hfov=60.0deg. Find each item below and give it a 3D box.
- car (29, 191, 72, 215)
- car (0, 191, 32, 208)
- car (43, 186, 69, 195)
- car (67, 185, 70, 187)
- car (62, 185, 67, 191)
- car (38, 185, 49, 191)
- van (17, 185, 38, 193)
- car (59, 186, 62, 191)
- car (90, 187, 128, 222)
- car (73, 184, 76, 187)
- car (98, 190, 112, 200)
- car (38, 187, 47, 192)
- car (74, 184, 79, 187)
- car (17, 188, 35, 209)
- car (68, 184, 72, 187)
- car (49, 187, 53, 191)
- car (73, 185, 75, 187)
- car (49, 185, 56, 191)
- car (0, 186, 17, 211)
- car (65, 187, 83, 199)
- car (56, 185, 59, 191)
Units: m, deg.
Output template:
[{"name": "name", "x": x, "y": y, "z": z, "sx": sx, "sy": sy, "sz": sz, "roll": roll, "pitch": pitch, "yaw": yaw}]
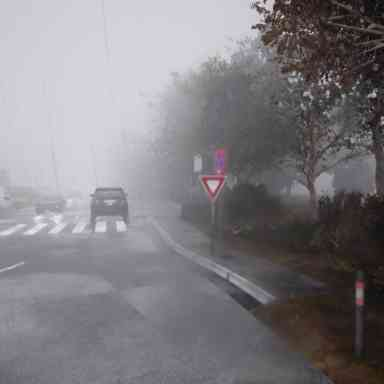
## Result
[{"name": "car", "x": -10.990, "y": 0.908, "z": 26.211, "sx": 2.033, "sy": 1.411, "sz": 5.357, "roll": 0, "pitch": 2, "yaw": -15}, {"name": "car", "x": -17.968, "y": 0.736, "z": 31.642, "sx": 4.674, "sy": 1.452, "sz": 2.002, "roll": -2, "pitch": 2, "yaw": -35}, {"name": "car", "x": -28.241, "y": -0.377, "z": 69.279, "sx": 4.553, "sy": 1.767, "sz": 2.185, "roll": -2, "pitch": 2, "yaw": -35}, {"name": "car", "x": -25.701, "y": -0.053, "z": 60.719, "sx": 5.366, "sy": 1.575, "sz": 1.946, "roll": -2, "pitch": 2, "yaw": -35}, {"name": "car", "x": -24.261, "y": -0.154, "z": 54.827, "sx": 5.566, "sy": 2.045, "sz": 2.435, "roll": -2, "pitch": 2, "yaw": -35}, {"name": "car", "x": -20.373, "y": 0.343, "z": 40.314, "sx": 4.553, "sy": 1.767, "sz": 2.185, "roll": -2, "pitch": 2, "yaw": -35}, {"name": "van", "x": -18.852, "y": 0.398, "z": 34.459, "sx": 4.442, "sy": 1.987, "sz": 1.878, "roll": -2, "pitch": 2, "yaw": -35}, {"name": "car", "x": -23.473, "y": 0.199, "z": 51.940, "sx": 4.792, "sy": 1.488, "sz": 2.163, "roll": -2, "pitch": 2, "yaw": -35}, {"name": "car", "x": -5.370, "y": 0.711, "z": 21.544, "sx": 2.150, "sy": 2.045, "sz": 5.566, "roll": 0, "pitch": 2, "yaw": -15}, {"name": "car", "x": -30.583, "y": -0.411, "z": 77.984, "sx": 4.674, "sy": 1.452, "sz": 2.002, "roll": -2, "pitch": 2, "yaw": -35}, {"name": "car", "x": -12.383, "y": 0.419, "z": 47.220, "sx": 1.895, "sy": 1.301, "sz": 4.718, "roll": 0, "pitch": 2, "yaw": -15}, {"name": "car", "x": -19.542, "y": 0.544, "z": 37.432, "sx": 5.008, "sy": 1.535, "sz": 2.097, "roll": -2, "pitch": 2, "yaw": -35}, {"name": "car", "x": -32.972, "y": -0.644, "z": 86.659, "sx": 4.892, "sy": 1.521, "sz": 2.231, "roll": -2, "pitch": 2, "yaw": -35}, {"name": "car", "x": -17.014, "y": 0.764, "z": 28.854, "sx": 5.366, "sy": 1.575, "sz": 1.946, "roll": -2, "pitch": 2, "yaw": -35}, {"name": "car", "x": -26.634, "y": -0.367, "z": 63.524, "sx": 5.566, "sy": 2.045, "sz": 2.435, "roll": -2, "pitch": 2, "yaw": -35}, {"name": "car", "x": -21.132, "y": 0.433, "z": 43.228, "sx": 4.674, "sy": 1.452, "sz": 2.002, "roll": -2, "pitch": 2, "yaw": -35}, {"name": "car", "x": -29.766, "y": -0.357, "z": 75.107, "sx": 4.792, "sy": 1.488, "sz": 2.163, "roll": -2, "pitch": 2, "yaw": -35}, {"name": "car", "x": -21.891, "y": 0.192, "z": 46.135, "sx": 4.553, "sy": 1.767, "sz": 2.185, "roll": -2, "pitch": 2, "yaw": -35}, {"name": "car", "x": -15.584, "y": 0.674, "z": 22.924, "sx": 5.566, "sy": 2.045, "sz": 2.435, "roll": -2, "pitch": 2, "yaw": -35}, {"name": "car", "x": -17.289, "y": 0.318, "z": 49.465, "sx": 1.994, "sy": 1.385, "sz": 4.181, "roll": 0, "pitch": 1, "yaw": -15}, {"name": "car", "x": -22.678, "y": 0.117, "z": 49.030, "sx": 4.553, "sy": 1.767, "sz": 2.185, "roll": -2, "pitch": 2, "yaw": -35}]
